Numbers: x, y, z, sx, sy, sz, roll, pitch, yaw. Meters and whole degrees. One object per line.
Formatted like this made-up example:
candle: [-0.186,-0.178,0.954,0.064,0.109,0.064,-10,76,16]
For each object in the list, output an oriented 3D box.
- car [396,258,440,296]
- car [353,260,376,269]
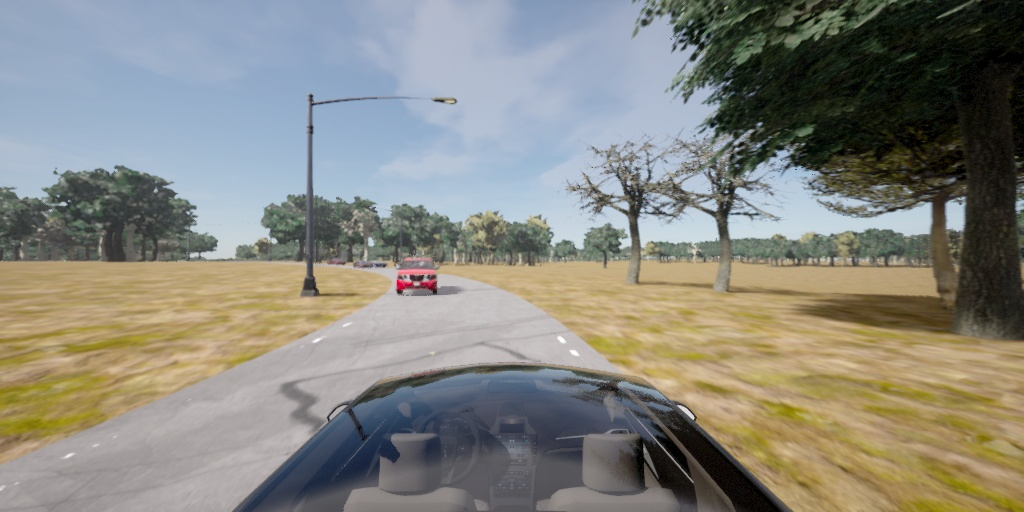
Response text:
car: [-5.516,1.112,21.105,2.150,2.045,5.566,0,0,-13]
car: [-24.267,1.354,58.222,1.994,1.385,4.181,1,0,-39]
